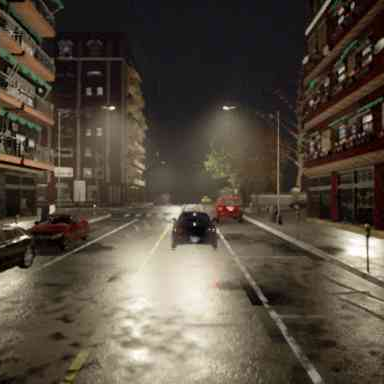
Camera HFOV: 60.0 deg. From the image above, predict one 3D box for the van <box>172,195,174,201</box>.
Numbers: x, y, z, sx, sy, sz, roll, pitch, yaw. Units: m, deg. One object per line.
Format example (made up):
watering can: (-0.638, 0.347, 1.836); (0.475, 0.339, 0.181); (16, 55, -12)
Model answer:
van: (-5.670, 1.412, 74.829); (1.690, 1.788, 3.998); (1, 0, 0)

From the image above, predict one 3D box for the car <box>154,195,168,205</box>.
car: (-5.675, 1.633, 58.213); (1.802, 1.307, 4.206); (1, 0, 0)

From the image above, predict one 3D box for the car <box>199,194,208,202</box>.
car: (2.706, 1.584, 63.915); (1.752, 1.417, 4.829); (1, 0, 0)

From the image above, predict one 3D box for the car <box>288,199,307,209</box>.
car: (15.214, 1.625, 44.747); (4.313, 1.339, 1.947); (0, -1, 1)

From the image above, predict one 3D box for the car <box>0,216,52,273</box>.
car: (-5.643, 1.556, 8.600); (2.008, 1.369, 4.403); (1, 0, 0)

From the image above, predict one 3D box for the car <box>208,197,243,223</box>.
car: (2.709, 1.333, 25.715); (2.192, 1.841, 5.009); (1, 0, 0)

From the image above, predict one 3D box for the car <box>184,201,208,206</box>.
car: (0.101, 1.619, 25.528); (1.895, 1.301, 4.718); (0, 0, 0)

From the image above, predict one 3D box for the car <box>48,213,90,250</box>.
car: (-5.643, 1.591, 14.286); (1.802, 1.307, 4.206); (1, 0, 0)

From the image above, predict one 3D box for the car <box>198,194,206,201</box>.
car: (2.711, 1.410, 91.436); (2.192, 1.841, 5.009); (1, 0, 0)

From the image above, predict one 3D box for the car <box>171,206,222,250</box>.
car: (0.099, 1.535, 14.304); (1.812, 1.442, 4.674); (0, 0, 0)

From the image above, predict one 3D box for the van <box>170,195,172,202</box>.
van: (-5.670, 1.405, 69.290); (1.690, 1.788, 3.998); (1, 0, 0)

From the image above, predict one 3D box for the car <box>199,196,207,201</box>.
car: (2.706, 1.653, 85.897); (1.947, 1.339, 4.313); (1, 0, 0)

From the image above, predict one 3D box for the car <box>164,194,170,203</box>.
car: (-5.675, 1.639, 63.751); (1.802, 1.307, 4.206); (1, 0, 0)
